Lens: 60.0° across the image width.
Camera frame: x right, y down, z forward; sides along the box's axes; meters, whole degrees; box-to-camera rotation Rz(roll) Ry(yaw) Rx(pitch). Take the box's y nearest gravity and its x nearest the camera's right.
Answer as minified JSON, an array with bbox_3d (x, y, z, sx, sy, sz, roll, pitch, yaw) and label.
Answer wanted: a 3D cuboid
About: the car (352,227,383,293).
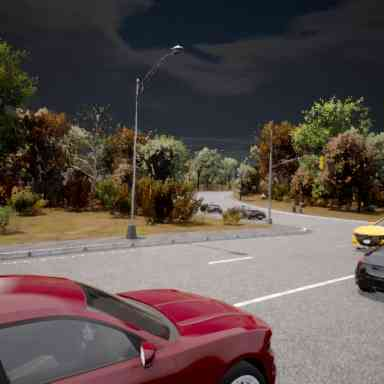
[{"bbox_3d":[5.734,1.664,7.893,4.181,1.385,1.994,1,-1,-35],"label":"car"}]

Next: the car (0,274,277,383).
[{"bbox_3d":[-1.413,1.479,2.737,5.008,1.535,1.882,0,0,-36],"label":"car"}]

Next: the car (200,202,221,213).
[{"bbox_3d":[2.508,2.079,44.727,1.994,1.385,4.181,3,0,-19],"label":"car"}]

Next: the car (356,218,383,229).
[{"bbox_3d":[9.009,1.748,14.239,5.008,1.535,1.882,2,-2,-29],"label":"car"}]

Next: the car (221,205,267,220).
[{"bbox_3d":[5.749,2.175,36.024,2.033,1.411,5.357,3,-1,-26],"label":"car"}]
